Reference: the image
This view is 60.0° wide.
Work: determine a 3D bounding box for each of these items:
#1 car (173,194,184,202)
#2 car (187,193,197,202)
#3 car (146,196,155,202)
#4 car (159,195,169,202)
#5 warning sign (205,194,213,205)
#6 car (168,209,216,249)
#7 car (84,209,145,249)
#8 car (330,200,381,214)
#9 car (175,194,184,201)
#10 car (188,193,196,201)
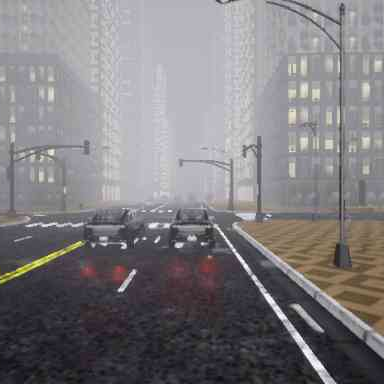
[{"bbox_3d":[-3.250,1.606,74.149,1.994,1.385,4.181,0,0,0],"label":"car"},{"bbox_3d":[0.000,1.537,73.766,1.837,1.490,4.892,0,0,0],"label":"car"},{"bbox_3d":[-9.750,1.699,78.539,2.128,1.511,4.902,0,0,0],"label":"car"},{"bbox_3d":[-6.500,1.530,78.571,2.097,1.767,4.553,0,0,0],"label":"car"},{"bbox_3d":[2.853,1.202,54.917,1.300,1.860,1.060,0,0,0],"label":"warning sign"},{"bbox_3d":[0.000,1.501,14.651,2.128,1.511,4.902,0,0,0],"label":"car"},{"bbox_3d":[-3.250,1.501,14.651,2.128,1.511,4.902,0,0,0],"label":"car"},{"bbox_3d":[17.088,1.567,34.931,4.829,1.417,1.752,0,0,2],"label":"car"},{"bbox_3d":[-3.250,1.409,87.488,2.097,1.767,4.553,0,0,0],"label":"car"},{"bbox_3d":[0.000,1.298,87.965,2.150,2.045,5.566,0,0,0],"label":"car"}]
